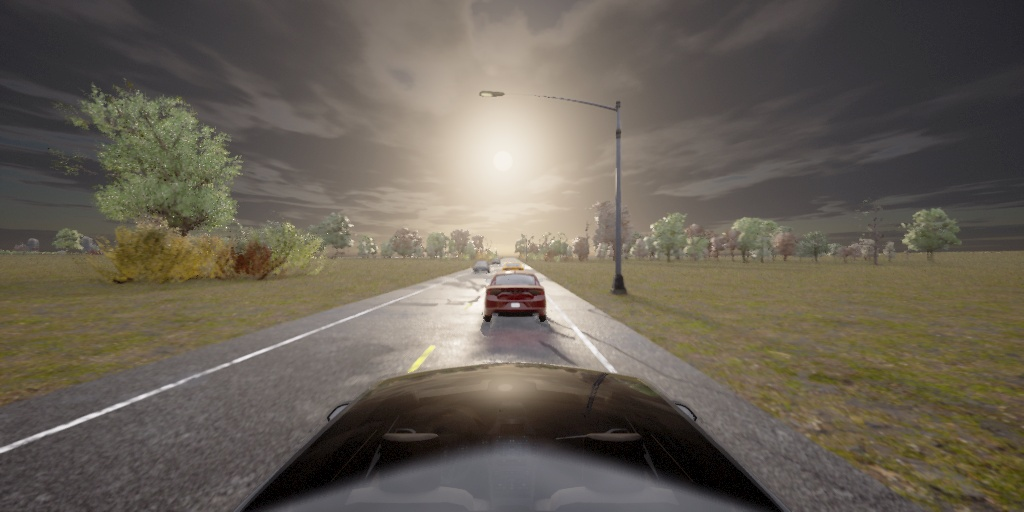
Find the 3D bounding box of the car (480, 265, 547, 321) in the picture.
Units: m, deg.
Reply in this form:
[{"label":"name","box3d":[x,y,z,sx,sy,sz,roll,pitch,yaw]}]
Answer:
[{"label":"car","box3d":[0.099,1.238,12.588,1.882,1.535,5.008,0,0,0]}]

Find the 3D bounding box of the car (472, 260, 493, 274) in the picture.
[{"label":"car","box3d":[-3.590,1.311,43.004,1.812,1.442,4.674,0,0,0]}]

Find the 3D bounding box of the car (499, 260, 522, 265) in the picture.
[{"label":"car","box3d":[0.097,1.253,30.973,1.882,1.535,5.008,0,0,0]}]
